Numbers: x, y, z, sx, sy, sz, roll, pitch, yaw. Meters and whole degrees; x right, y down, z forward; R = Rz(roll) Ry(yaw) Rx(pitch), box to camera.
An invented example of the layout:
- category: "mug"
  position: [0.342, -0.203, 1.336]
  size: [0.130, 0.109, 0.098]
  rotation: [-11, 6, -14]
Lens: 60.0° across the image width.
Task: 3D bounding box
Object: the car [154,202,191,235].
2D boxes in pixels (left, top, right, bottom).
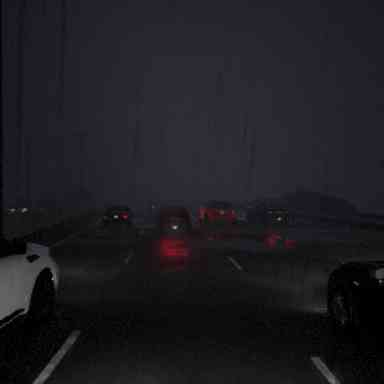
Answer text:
- category: "car"
  position: [-1.145, 1.556, 19.415]
  size: [1.837, 1.490, 4.892]
  rotation: [0, 0, -6]

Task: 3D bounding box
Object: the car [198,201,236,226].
- category: "car"
  position: [1.745, 1.415, 24.395]
  size: [2.097, 1.767, 4.553]
  rotation: [0, 0, -8]

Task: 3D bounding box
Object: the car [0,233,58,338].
- category: "car"
  position: [-3.526, 1.232, 3.889]
  size: [2.150, 2.045, 5.566]
  rotation: [0, 0, -1]

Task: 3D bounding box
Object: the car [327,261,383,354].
- category: "car"
  position: [3.431, 1.361, 3.957]
  size: [2.097, 1.767, 4.553]
  rotation: [0, 0, -1]

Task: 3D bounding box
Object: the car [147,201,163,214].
- category: "car"
  position: [-3.887, 1.644, 36.845]
  size: [2.033, 1.411, 5.357]
  rotation: [0, 0, -12]

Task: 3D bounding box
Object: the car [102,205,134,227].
- category: "car"
  position: [-5.100, 1.610, 23.166]
  size: [2.033, 1.411, 5.357]
  rotation: [0, 0, -8]

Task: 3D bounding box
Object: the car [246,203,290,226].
- category: "car"
  position: [5.339, 1.553, 23.954]
  size: [2.128, 1.511, 4.902]
  rotation: [0, 0, -7]
